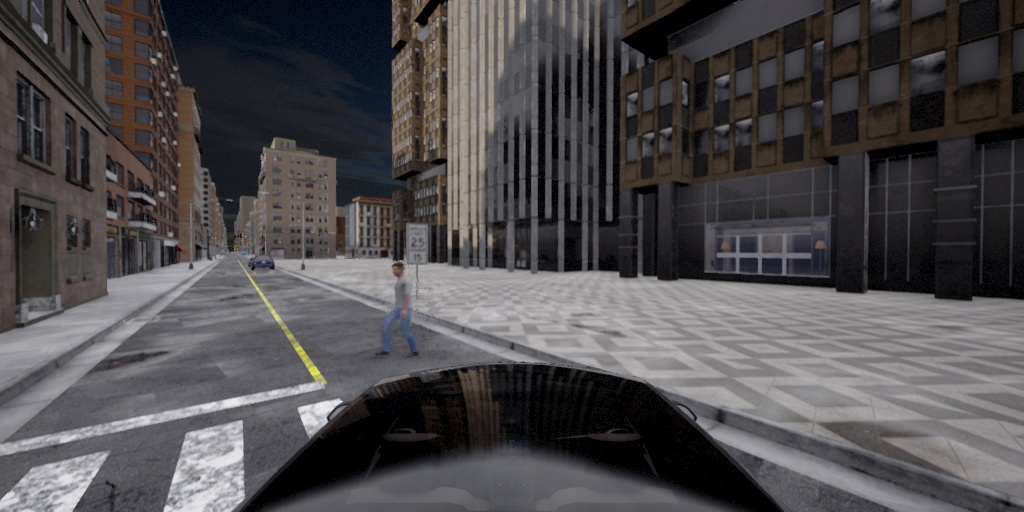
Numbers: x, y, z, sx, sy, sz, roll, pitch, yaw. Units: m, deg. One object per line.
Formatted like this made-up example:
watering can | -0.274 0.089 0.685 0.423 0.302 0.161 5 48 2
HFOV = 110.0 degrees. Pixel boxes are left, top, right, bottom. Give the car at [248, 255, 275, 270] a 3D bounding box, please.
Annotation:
car | -28.386 0.655 40.757 2.097 1.767 4.553 0 1 -38

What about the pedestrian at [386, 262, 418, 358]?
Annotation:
pedestrian | -2.054 0.989 6.710 0.375 1.860 0.375 0 1 -38
